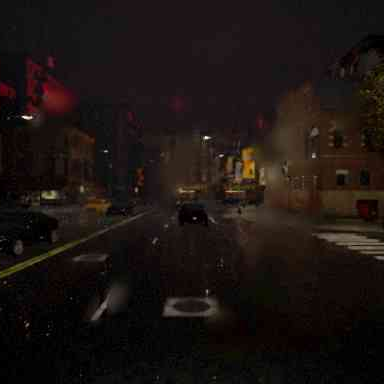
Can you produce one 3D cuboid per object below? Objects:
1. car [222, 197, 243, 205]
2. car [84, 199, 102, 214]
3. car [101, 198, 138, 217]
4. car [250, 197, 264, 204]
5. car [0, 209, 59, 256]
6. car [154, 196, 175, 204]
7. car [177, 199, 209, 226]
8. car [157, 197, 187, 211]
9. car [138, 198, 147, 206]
[{"bbox_3d":[8.145,1.758,66.124,2.033,1.411,5.357,0,0,42],"label":"car"},{"bbox_3d":[-10.335,1.595,37.027,1.882,1.535,5.008,0,0,3],"label":"car"},{"bbox_3d":[-6.999,1.582,32.635,1.882,1.535,5.008,0,0,1],"label":"car"},{"bbox_3d":[13.847,1.762,66.844,5.357,1.411,2.033,0,0,-41],"label":"car"},{"bbox_3d":[-7.098,1.520,13.442,1.882,1.535,5.008,0,0,0],"label":"car"},{"bbox_3d":[-3.789,1.694,52.811,1.812,1.442,4.674,0,0,21],"label":"car"},{"bbox_3d":[0.068,1.554,23.843,1.882,1.535,5.008,-1,0,-3],"label":"car"},{"bbox_3d":[-2.521,1.688,43.901,2.033,1.411,5.357,0,0,10],"label":"car"},{"bbox_3d":[-9.894,1.697,55.525,2.002,1.452,4.674,0,0,20],"label":"car"}]
